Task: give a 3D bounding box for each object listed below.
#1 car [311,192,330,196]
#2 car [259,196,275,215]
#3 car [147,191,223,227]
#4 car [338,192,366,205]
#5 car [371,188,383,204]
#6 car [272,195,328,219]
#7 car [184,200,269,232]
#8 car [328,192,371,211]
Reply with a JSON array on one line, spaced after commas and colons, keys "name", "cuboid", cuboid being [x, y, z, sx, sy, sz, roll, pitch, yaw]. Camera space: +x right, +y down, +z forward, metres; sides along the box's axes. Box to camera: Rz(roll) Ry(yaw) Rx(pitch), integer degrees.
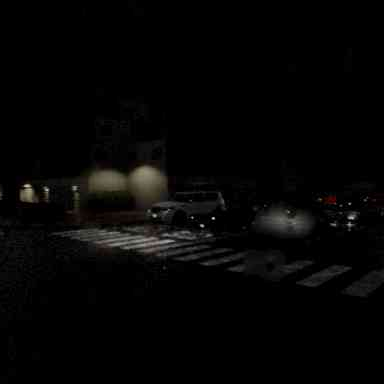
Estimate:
[{"name": "car", "cuboid": [13.537, 0.792, 35.369, 2.097, 1.767, 4.553, 0, 1, 44]}, {"name": "car", "cuboid": [6.688, 1.085, 28.287, 2.128, 1.511, 4.902, 0, 1, 44]}, {"name": "car", "cuboid": [-0.228, 0.969, 21.157, 2.150, 2.045, 5.566, 0, 1, 45]}, {"name": "car", "cuboid": [20.511, 0.789, 42.532, 1.837, 1.490, 4.892, 0, 1, 44]}, {"name": "car", "cuboid": [22.622, 0.518, 39.681, 2.150, 2.045, 5.566, 0, 1, 45]}, {"name": "car", "cuboid": [8.129, 1.184, 24.745, 1.994, 1.385, 4.181, 0, 1, 44]}, {"name": "car", "cuboid": [2.018, 1.358, 18.419, 1.895, 1.301, 4.718, 0, 1, 44]}, {"name": "car", "cuboid": [15.264, 0.965, 32.120, 1.837, 1.490, 4.892, 0, 1, 44]}]
